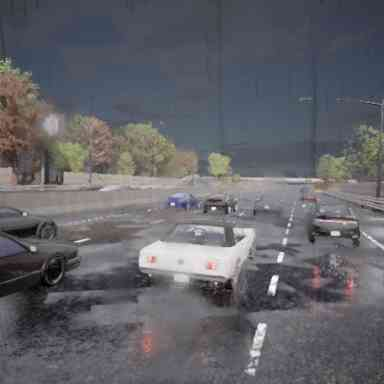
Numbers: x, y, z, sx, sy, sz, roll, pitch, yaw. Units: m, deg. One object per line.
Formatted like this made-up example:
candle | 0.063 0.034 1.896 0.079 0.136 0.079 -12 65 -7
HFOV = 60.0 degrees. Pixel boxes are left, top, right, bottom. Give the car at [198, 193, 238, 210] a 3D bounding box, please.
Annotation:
car | 2.261 0.836 25.285 1.837 1.490 4.892 2 2 18

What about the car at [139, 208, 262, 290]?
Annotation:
car | 0.500 1.355 8.591 1.895 1.301 4.718 2 2 18

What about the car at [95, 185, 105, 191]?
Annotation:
car | -11.964 -0.220 49.939 1.812 1.442 4.674 2 1 18

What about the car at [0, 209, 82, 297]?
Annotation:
car | -4.171 1.261 5.553 2.033 1.411 5.357 2 2 18

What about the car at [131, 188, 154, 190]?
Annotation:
car | -6.096 0.105 45.398 1.994 1.385 4.181 2 2 18

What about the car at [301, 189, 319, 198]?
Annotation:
car | 17.257 0.642 49.079 1.994 1.385 4.181 2 2 18

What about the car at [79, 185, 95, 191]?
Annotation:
car | -15.287 -0.389 51.005 1.882 1.535 5.008 2 1 18

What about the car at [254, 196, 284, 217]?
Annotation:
car | 5.836 1.001 24.973 1.994 1.385 4.181 2 2 18

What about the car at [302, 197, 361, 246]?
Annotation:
car | 5.917 1.233 14.247 2.128 1.511 4.902 2 2 18

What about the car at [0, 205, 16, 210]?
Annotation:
car | -6.241 1.082 10.480 1.994 1.385 4.181 2 2 18

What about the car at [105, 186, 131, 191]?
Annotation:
car | -9.440 -0.031 46.417 2.033 1.411 5.357 2 2 18

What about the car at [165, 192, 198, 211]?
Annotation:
car | -0.725 0.716 27.424 1.812 1.442 4.674 2 2 18
